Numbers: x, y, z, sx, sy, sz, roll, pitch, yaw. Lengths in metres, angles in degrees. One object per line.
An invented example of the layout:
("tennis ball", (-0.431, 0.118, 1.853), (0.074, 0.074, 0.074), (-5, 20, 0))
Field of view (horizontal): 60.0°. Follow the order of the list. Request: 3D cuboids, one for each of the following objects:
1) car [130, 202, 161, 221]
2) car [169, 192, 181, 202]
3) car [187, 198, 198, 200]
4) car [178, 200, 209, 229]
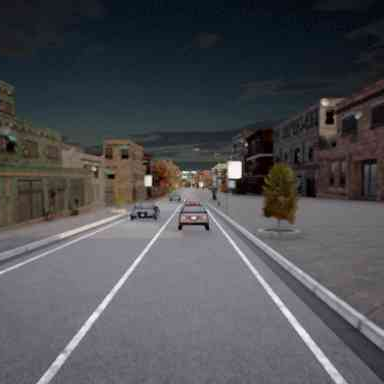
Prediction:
("car", (-3.578, 1.464, 25.986), (1.994, 1.385, 4.181), (0, 0, 0))
("car", (-3.432, 1.036, 68.282), (2.150, 2.045, 5.566), (0, 0, 0))
("car", (0.047, 1.446, 42.854), (1.895, 1.301, 4.718), (0, 0, 0))
("car", (0.097, 1.469, 20.840), (2.033, 1.411, 5.357), (0, 0, 0))
